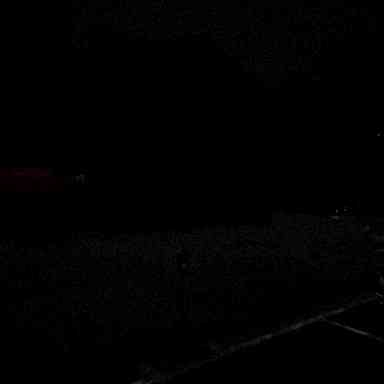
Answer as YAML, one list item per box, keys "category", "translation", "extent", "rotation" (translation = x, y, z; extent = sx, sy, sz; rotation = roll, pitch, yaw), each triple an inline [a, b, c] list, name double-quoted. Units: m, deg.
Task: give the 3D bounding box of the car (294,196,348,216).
- category: "car"
  translation: [13.353, 1.442, 34.841]
  extent: [2.150, 2.045, 5.566]
  rotation: [0, -1, -35]

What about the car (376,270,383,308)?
- category: "car"
  translation: [5.359, 1.551, 6.601]
  extent: [4.403, 1.369, 2.008]
  rotation: [0, 0, -35]
